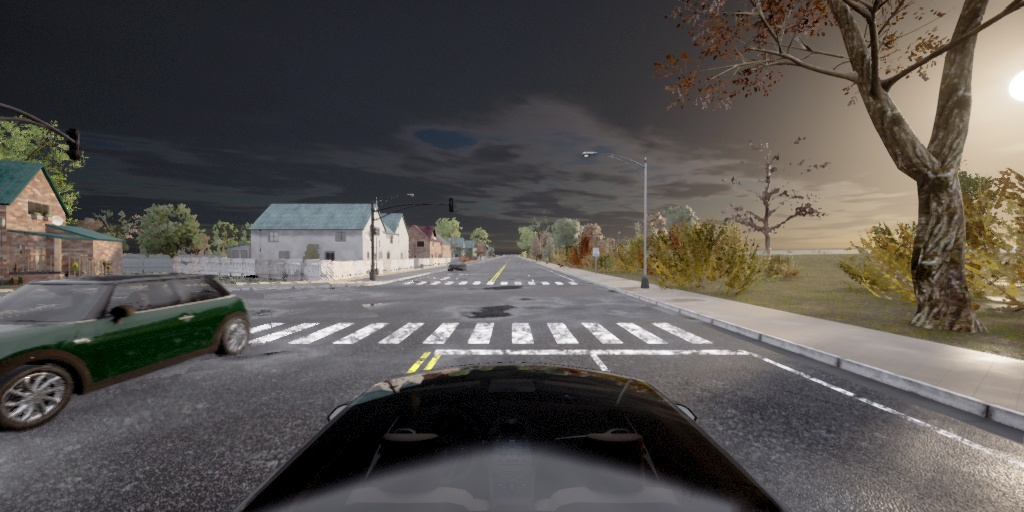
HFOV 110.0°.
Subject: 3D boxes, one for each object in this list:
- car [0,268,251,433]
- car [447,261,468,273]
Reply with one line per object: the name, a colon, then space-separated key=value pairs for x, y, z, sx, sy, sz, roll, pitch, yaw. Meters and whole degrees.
car: x=-6.491 y=1.098 z=5.518 sx=2.097 sy=1.767 sz=4.553 roll=0 pitch=0 yaw=0
car: x=-6.402 y=1.276 z=42.800 sx=2.033 sy=1.411 sz=5.357 roll=0 pitch=0 yaw=0
